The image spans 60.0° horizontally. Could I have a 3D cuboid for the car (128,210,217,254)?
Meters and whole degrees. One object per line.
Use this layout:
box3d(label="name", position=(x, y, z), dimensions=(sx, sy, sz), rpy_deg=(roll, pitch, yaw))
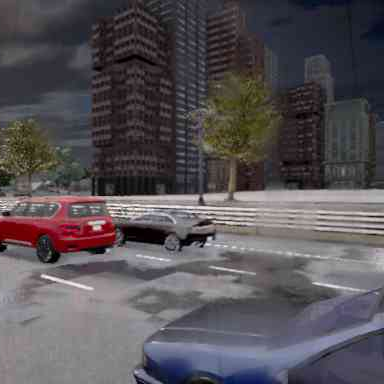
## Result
box3d(label="car", position=(-1.316, 1.476, 13.524), dimensions=(4.902, 1.511, 2.128), rpy_deg=(0, 0, 35))

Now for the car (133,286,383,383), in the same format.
box3d(label="car", position=(2.016, 1.548, 2.552), dimensions=(5.357, 1.411, 2.033), rpy_deg=(0, 0, 35))

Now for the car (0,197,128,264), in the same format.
box3d(label="car", position=(-5.154, 1.203, 11.964), dimensions=(5.566, 2.045, 2.150), rpy_deg=(0, 0, 35))
